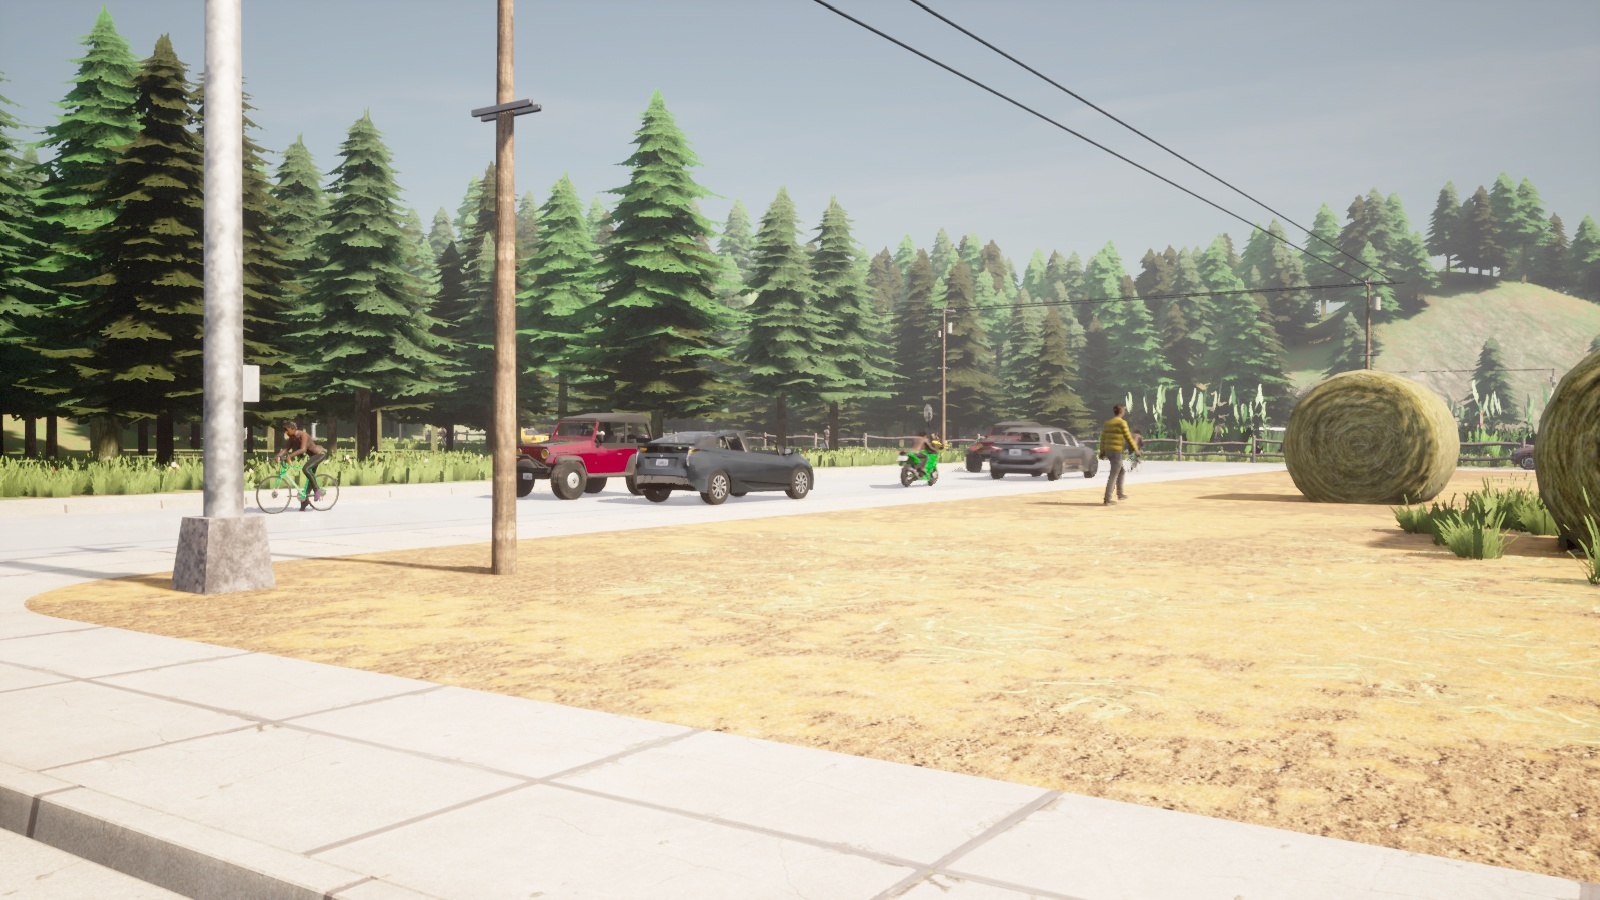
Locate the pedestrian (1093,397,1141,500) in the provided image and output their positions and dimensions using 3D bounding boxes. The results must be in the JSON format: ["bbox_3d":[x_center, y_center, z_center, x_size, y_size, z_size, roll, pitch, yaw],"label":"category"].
[{"bbox_3d":[5.722,-0.036,22.683,0.709,1.840,0.431,-1,1,-27],"label":"pedestrian"}]

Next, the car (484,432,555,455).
[{"bbox_3d":[-20.103,-0.477,89.933,5.366,1.575,1.801,0,1,36],"label":"car"}]

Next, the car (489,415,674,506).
[{"bbox_3d":[-4.816,0.179,28.155,1.905,1.878,3.866,0,1,35],"label":"car"}]

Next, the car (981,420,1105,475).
[{"bbox_3d":[7.886,-0.118,40.387,2.242,1.667,4.611,0,1,35],"label":"car"}]

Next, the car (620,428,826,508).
[{"bbox_3d":[-1.531,0.311,26.751,2.007,1.525,4.514,0,1,35],"label":"car"}]

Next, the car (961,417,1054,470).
[{"bbox_3d":[7.677,-0.256,46.251,1.905,1.878,3.866,0,1,35],"label":"car"}]

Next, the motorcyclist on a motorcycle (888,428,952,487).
[{"bbox_3d":[3.235,0.180,33.653,0.797,1.523,2.044,0,0,35],"label":"motorcyclist on a motorcycle"}]

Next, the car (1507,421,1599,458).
[{"bbox_3d":[31.697,-0.434,51.316,4.674,1.442,1.812,0,1,37],"label":"car"}]

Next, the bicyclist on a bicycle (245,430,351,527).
[{"bbox_3d":[-8.880,0.477,22.268,0.582,1.620,1.656,0,1,35],"label":"bicyclist on a bicycle"}]
